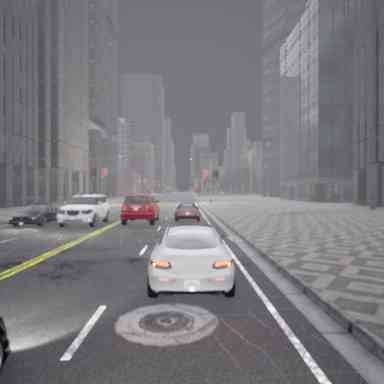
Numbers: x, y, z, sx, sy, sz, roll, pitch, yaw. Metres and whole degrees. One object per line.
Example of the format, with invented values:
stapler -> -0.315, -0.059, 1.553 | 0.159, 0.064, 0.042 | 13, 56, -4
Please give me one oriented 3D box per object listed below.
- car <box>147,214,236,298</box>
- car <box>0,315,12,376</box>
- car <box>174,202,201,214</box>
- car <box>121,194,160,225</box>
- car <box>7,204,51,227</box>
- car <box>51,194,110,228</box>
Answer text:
car -> -0.039, 1.507, 8.381 | 1.812, 1.442, 4.674 | 0, 0, -1
car -> -3.184, 1.558, 2.385 | 1.994, 1.385, 4.181 | 0, 0, -1
car -> -0.356, 1.502, 26.186 | 1.994, 1.385, 4.181 | 0, 0, -1
car -> -3.557, 1.167, 23.461 | 2.150, 2.045, 5.566 | 0, 0, -1
car -> -10.240, 1.494, 22.499 | 2.033, 1.411, 5.357 | 0, 0, -1
car -> -6.983, 1.170, 22.059 | 2.150, 2.045, 5.566 | 0, 0, -1
